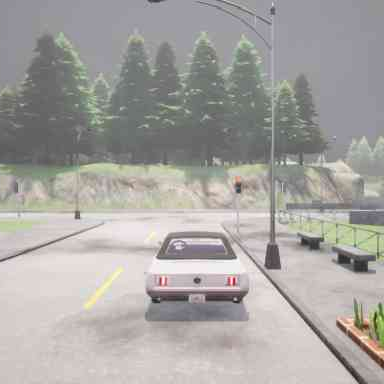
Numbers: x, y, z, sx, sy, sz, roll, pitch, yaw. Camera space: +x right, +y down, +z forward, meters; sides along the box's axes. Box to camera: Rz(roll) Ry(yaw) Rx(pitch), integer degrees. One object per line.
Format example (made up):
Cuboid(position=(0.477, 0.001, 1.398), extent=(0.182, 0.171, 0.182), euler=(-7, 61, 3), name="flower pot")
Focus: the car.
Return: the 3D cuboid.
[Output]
Cuboid(position=(0.097, 1.601, 8.139), extent=(1.895, 1.301, 4.718), euler=(0, 0, 0), name="car")
